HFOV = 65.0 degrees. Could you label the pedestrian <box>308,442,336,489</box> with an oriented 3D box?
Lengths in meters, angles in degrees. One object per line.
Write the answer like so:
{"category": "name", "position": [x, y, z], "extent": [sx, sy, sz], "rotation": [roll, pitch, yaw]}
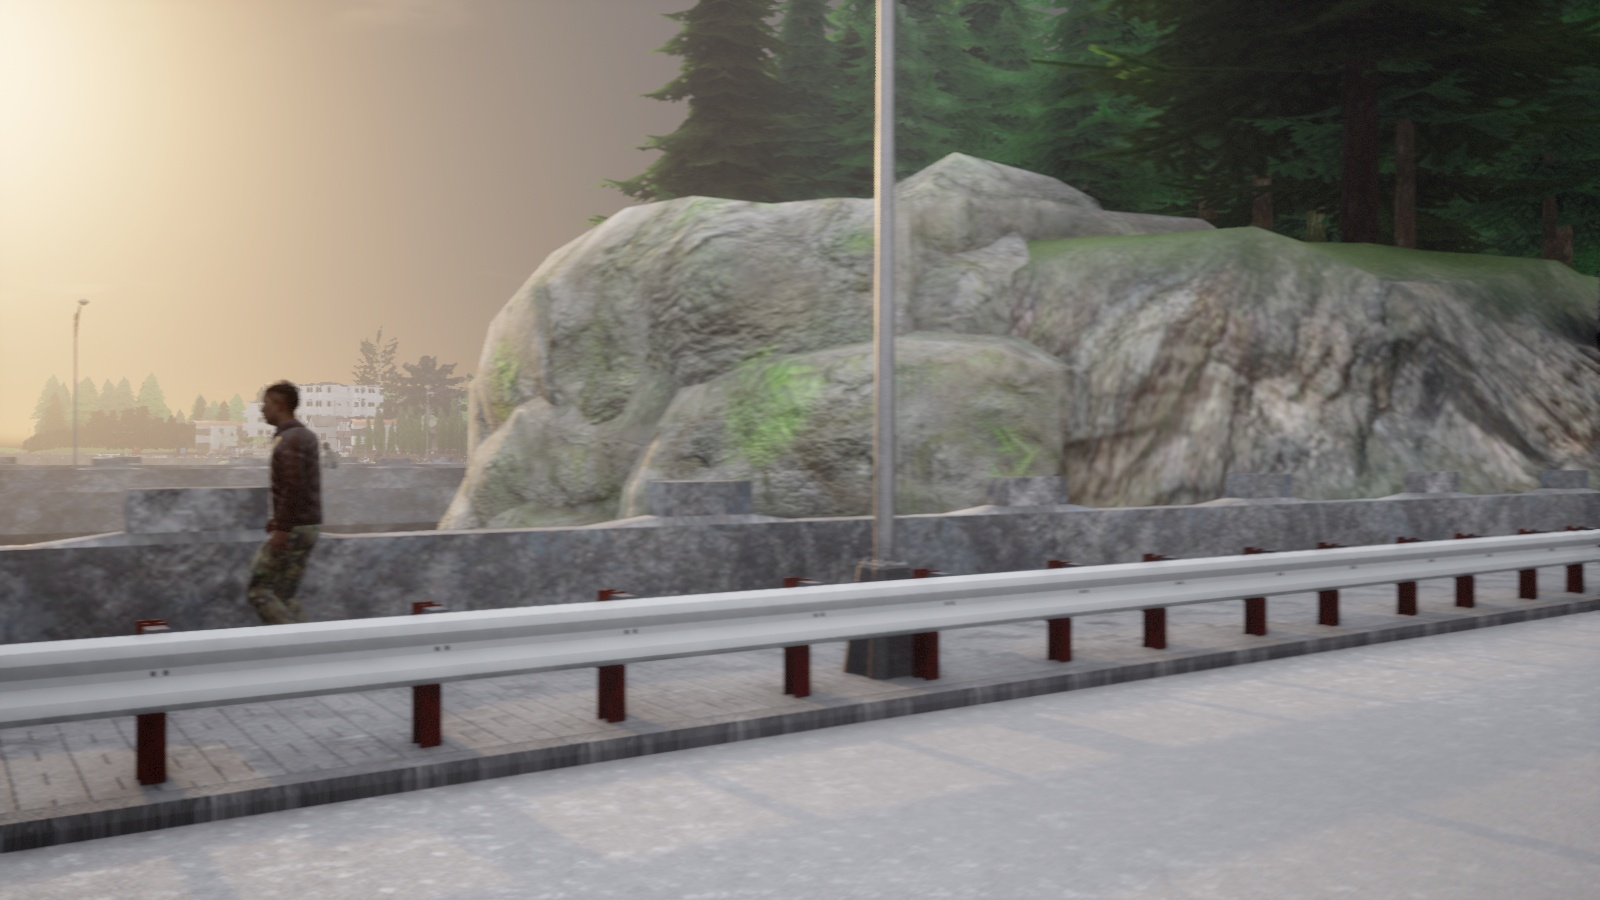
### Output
{"category": "pedestrian", "position": [-18.968, 0.618, 49.856], "extent": [0.900, 1.855, 0.874], "rotation": [0, 0, -32]}

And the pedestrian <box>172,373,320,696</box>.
{"category": "pedestrian", "position": [-3.255, 0.480, 7.412], "extent": [0.703, 1.840, 0.431], "rotation": [0, 0, -8]}
